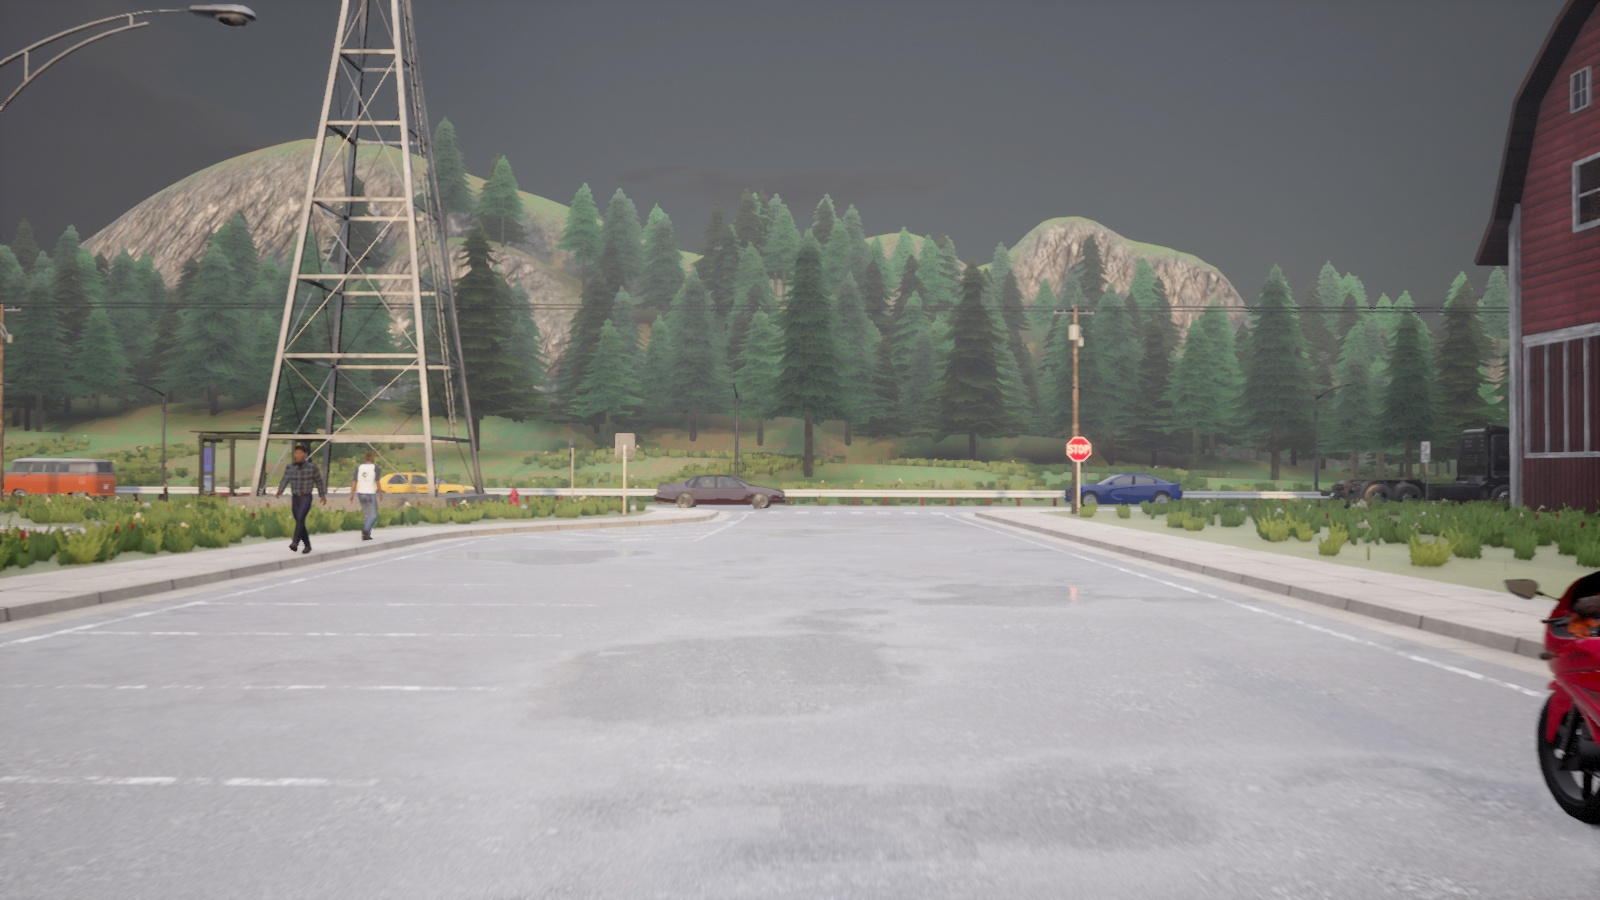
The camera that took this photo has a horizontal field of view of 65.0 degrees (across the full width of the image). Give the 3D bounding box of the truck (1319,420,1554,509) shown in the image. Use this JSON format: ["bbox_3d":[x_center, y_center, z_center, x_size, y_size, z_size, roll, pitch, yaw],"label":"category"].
[{"bbox_3d":[25.522,0.578,50.646,7.936,3.462,2.891,0,-1,1],"label":"truck"}]

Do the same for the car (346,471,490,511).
[{"bbox_3d":[-15.539,1.674,51.247,5.366,1.575,1.801,0,-1,1],"label":"car"}]

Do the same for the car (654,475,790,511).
[{"bbox_3d":[-3.119,1.729,51.057,5.357,1.411,2.033,0,-1,1],"label":"car"}]

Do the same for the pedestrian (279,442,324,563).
[{"bbox_3d":[-8.174,0.848,20.624,0.423,1.949,0.788,0,-1,0],"label":"pedestrian"}]

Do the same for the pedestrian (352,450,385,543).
[{"bbox_3d":[-8.603,0.924,25.063,0.354,1.836,0.706,0,-1,7],"label":"pedestrian"}]

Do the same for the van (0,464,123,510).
[{"bbox_3d":[-32.371,1.618,55.006,4.442,1.987,1.775,0,-1,1],"label":"van"}]

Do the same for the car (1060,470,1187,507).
[{"bbox_3d":[13.947,1.646,54.298,5.008,1.535,1.882,0,-1,1],"label":"car"}]

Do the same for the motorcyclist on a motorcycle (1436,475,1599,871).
[{"bbox_3d":[3.488,0.867,5.051,0.797,1.523,2.044,0,-1,0],"label":"motorcyclist on a motorcycle"}]
